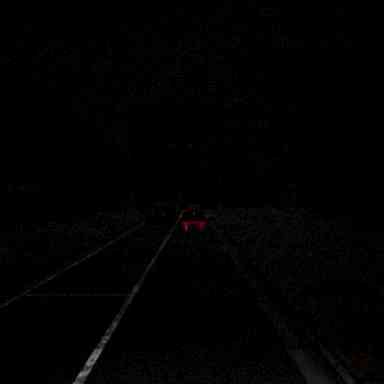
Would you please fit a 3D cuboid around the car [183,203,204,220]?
[{"bbox_3d":[0.178,1.857,32.648,1.882,1.535,5.008,0,-1,0],"label":"car"}]

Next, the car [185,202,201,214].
[{"bbox_3d":[0.168,2.069,42.969,1.994,1.385,4.181,0,-1,1],"label":"car"}]

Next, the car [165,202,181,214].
[{"bbox_3d":[-2.483,2.035,43.425,1.752,1.417,4.829,1,-1,0],"label":"car"}]

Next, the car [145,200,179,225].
[{"bbox_3d":[-2.531,1.627,27.002,2.192,1.841,5.009,1,-1,0],"label":"car"}]
